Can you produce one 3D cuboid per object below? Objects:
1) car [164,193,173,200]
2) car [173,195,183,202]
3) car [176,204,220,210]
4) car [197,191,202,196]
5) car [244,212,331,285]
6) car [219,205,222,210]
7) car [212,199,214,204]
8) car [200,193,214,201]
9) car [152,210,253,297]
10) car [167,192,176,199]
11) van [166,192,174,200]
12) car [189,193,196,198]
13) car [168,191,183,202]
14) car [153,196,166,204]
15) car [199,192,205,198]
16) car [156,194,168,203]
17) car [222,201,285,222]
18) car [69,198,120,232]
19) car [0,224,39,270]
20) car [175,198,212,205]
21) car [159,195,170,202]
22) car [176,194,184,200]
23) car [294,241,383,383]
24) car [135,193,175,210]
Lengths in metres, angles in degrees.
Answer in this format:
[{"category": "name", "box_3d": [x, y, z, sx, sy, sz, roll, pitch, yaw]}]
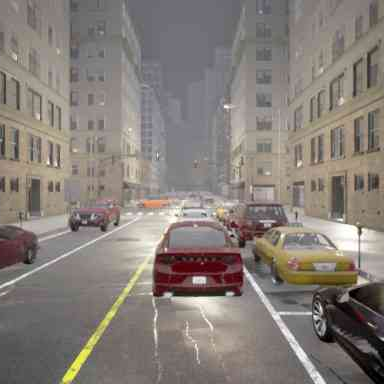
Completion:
[{"category": "car", "box_3d": [-5.605, 1.104, 79.577, 1.967, 1.590, 4.097, 1, 0, 0]}, {"category": "car", "box_3d": [-2.868, 1.284, 70.445, 1.994, 1.385, 4.181, 0, 0, 0]}, {"category": "car", "box_3d": [0.129, 1.509, 16.113, 1.812, 1.442, 4.674, 0, 0, 0]}, {"category": "car", "box_3d": [2.941, 1.018, 90.400, 1.967, 1.590, 4.097, 1, 0, 0]}, {"category": "car", "box_3d": [2.784, 1.519, 9.267, 1.752, 1.417, 4.829, 0, 0, 0]}, {"category": "car", "box_3d": [2.805, 1.557, 20.202, 1.802, 1.307, 4.206, 0, 0, 0]}, {"category": "car", "box_3d": [2.815, 1.484, 25.926, 1.752, 1.417, 4.829, 0, 0, 0]}, {"category": "car", "box_3d": [2.877, 1.364, 57.860, 2.008, 1.369, 4.403, 0, 0, 0]}, {"category": "car", "box_3d": [0.088, 1.472, 8.611, 1.882, 1.535, 5.008, 0, 0, -1]}, {"category": "car", "box_3d": [-5.583, 0.893, 90.421, 2.192, 1.841, 5.009, 1, 0, 0]}, {"category": "van", "box_3d": [-5.593, 0.963, 84.999, 1.690, 1.788, 3.998, 1, 0, 0]}, {"category": "car", "box_3d": [0.170, 1.074, 90.960, 1.837, 1.490, 4.892, 0, 0, 0]}, {"category": "car", "box_3d": [-3.051, 1.201, 51.711, 2.097, 1.767, 4.553, 0, 0, 2]}, {"category": "car", "box_3d": [-5.648, 1.358, 57.884, 1.887, 1.381, 4.507, 0, 0, 0]}, {"category": "car", "box_3d": [2.899, 1.267, 68.876, 1.752, 1.417, 4.829, 1, 0, 0]}, {"category": "car", "box_3d": [-5.636, 1.220, 63.307, 1.967, 1.590, 4.097, 1, 0, 0]}, {"category": "car", "box_3d": [2.795, 1.301, 14.651, 2.192, 1.841, 5.009, 0, 0, 0]}, {"category": "car", "box_3d": [-5.720, 1.290, 20.226, 2.192, 1.841, 5.009, 0, 0, 0]}, {"category": "car", "box_3d": [-5.743, 1.576, 9.120, 1.802, 1.307, 4.206, 0, 0, 0]}, {"category": "car", "box_3d": [0.121, 1.453, 25.256, 2.128, 1.511, 4.902, 0, 0, 0]}, {"category": "car", "box_3d": [-5.627, 1.288, 68.731, 1.887, 1.381, 4.507, 1, 0, 0]}, {"category": "car", "box_3d": [-2.849, 1.179, 80.714, 1.812, 1.442, 4.674, 0, 0, 0]}, {"category": "car", "box_3d": [2.772, 1.566, 3.546, 1.947, 1.339, 4.313, 0, 0, 0]}, {"category": "car", "box_3d": [-4.706, 1.268, 40.902, 4.553, 1.767, 2.097, 0, 0, 0]}]
